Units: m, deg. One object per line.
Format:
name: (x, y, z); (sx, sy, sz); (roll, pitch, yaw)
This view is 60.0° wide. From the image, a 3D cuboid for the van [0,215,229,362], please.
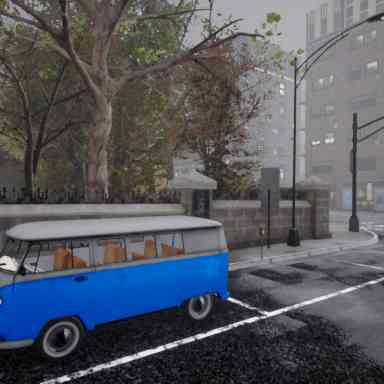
van: (-1.219, 1.342, 5.621); (3.998, 1.788, 1.690); (0, 1, -35)
